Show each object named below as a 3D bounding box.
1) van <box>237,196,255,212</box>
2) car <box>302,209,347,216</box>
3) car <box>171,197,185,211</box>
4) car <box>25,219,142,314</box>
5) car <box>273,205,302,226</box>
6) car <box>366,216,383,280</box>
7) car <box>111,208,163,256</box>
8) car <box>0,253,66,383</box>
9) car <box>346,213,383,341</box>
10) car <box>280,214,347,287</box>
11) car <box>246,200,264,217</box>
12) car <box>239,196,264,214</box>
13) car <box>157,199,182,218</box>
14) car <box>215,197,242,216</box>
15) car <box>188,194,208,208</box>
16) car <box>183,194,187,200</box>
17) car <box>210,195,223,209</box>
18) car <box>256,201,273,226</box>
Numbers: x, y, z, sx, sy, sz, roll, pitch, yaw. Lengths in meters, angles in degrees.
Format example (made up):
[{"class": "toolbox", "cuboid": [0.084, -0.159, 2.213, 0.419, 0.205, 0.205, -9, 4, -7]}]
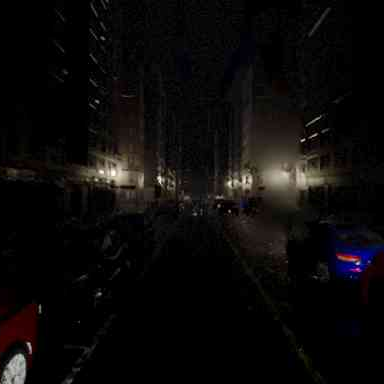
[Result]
[{"class": "van", "cuboid": [6.545, 1.433, 40.613, 1.690, 1.788, 3.998, 1, 0, 1]}, {"class": "car", "cuboid": [6.060, 1.508, 12.999, 1.967, 1.590, 4.097, 1, 0, 1]}, {"class": "car", "cuboid": [-2.078, 1.569, 35.233, 1.947, 1.339, 4.313, 1, 0, 1]}, {"class": "car", "cuboid": [-2.563, 1.546, 7.612, 1.947, 1.339, 4.313, 1, 0, 1]}, {"class": "car", "cuboid": [6.156, 1.624, 18.522, 2.008, 1.369, 4.403, 1, 0, 1]}, {"class": "car", "cuboid": [5.963, 1.504, 7.477, 1.967, 1.590, 4.097, 1, 0, 1]}, {"class": "car", "cuboid": [-2.466, 1.550, 13.136, 1.947, 1.339, 4.313, 1, 0, 1]}, {"class": "car", "cuboid": [-2.659, 1.520, 2.088, 1.887, 1.381, 4.507, 1, 0, 1]}, {"class": "car", "cuboid": [3.934, 1.264, 3.351, 2.150, 2.045, 5.566, 1, 0, 1]}, {"class": "car", "cuboid": [4.036, 1.572, 9.320, 1.812, 1.442, 4.674, 1, 0, 1]}, {"class": "car", "cuboid": [6.349, 1.648, 29.567, 1.947, 1.339, 4.313, 1, 0, 1]}, {"class": "car", "cuboid": [6.449, 1.402, 35.091, 2.192, 1.841, 5.009, 1, 0, 1]}, {"class": "car", "cuboid": [-2.175, 1.580, 29.709, 1.802, 1.307, 4.206, 1, 0, 1]}, {"class": "car", "cuboid": [3.601, 1.561, 33.671, 1.837, 1.490, 4.892, 1, 0, 2]}, {"class": "car", "cuboid": [0.841, 1.533, 49.540, 2.128, 1.511, 4.902, 1, 0, 1]}, {"class": "car", "cuboid": [-1.980, 1.448, 40.758, 1.967, 1.590, 4.097, 1, 0, 1]}, {"class": "car", "cuboid": [3.775, 1.593, 45.206, 1.812, 1.442, 4.674, 1, 0, 1]}, {"class": "car", "cuboid": [6.252, 1.628, 24.045, 2.008, 1.369, 4.403, 1, 0, 1]}]
